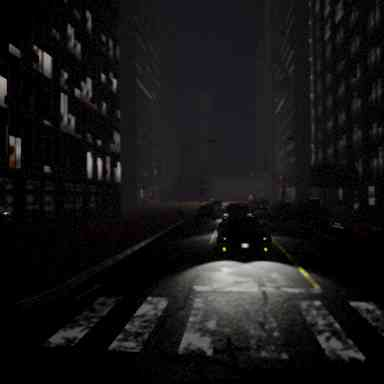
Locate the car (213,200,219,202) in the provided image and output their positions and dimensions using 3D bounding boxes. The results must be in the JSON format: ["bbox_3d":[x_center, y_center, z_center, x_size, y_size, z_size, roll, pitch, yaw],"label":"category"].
[{"bbox_3d":[1.987,1.874,35.109,2.008,1.369,4.403,0,0,7],"label":"car"}]

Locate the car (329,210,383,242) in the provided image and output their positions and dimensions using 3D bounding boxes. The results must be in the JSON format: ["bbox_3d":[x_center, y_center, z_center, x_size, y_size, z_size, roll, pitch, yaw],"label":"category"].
[{"bbox_3d":[8.236,1.590,16.712,1.752,1.417,4.829,0,0,7],"label":"car"}]

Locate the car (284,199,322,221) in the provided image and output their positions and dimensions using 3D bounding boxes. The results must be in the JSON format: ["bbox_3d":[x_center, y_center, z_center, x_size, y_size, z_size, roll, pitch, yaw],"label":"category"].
[{"bbox_3d":[9.659,1.474,28.577,2.192,1.841,5.009,0,0,7],"label":"car"}]

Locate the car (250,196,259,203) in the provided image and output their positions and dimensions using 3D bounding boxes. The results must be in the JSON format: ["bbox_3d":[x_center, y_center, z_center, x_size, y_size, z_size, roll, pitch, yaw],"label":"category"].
[{"bbox_3d":[16.860,1.942,90.212,2.192,1.841,5.009,0,0,7],"label":"car"}]

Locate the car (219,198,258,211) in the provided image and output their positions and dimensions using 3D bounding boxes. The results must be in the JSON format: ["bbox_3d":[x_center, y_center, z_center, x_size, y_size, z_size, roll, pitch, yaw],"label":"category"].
[{"bbox_3d":[3.168,1.545,22.979,2.097,1.767,4.553,-1,-1,7],"label":"car"}]

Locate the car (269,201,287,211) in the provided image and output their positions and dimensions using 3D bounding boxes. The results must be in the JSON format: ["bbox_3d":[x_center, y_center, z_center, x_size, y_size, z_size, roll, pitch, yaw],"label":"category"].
[{"bbox_3d":[11.624,1.871,45.384,1.802,1.307,4.206,0,0,7],"label":"car"}]

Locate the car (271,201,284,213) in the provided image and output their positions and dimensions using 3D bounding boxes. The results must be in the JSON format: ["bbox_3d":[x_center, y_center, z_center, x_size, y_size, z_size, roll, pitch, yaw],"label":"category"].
[{"bbox_3d":[10.970,1.791,39.781,1.887,1.381,4.507,0,0,7],"label":"car"}]

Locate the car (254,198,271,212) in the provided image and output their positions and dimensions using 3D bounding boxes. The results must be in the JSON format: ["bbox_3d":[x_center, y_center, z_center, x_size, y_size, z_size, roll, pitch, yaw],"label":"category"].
[{"bbox_3d":[8.736,1.854,43.057,2.033,1.411,5.357,-1,-1,7],"label":"car"}]

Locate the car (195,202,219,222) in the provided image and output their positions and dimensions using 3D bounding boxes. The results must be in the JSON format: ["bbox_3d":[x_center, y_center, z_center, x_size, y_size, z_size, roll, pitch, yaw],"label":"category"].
[{"bbox_3d":[1.333,1.845,29.504,1.947,1.339,4.313,0,0,7],"label":"car"}]

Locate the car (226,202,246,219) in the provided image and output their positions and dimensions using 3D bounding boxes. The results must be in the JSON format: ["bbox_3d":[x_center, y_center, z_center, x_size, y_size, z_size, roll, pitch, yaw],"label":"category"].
[{"bbox_3d":[4.361,1.799,33.156,1.812,1.442,4.674,-1,-1,7],"label":"car"}]

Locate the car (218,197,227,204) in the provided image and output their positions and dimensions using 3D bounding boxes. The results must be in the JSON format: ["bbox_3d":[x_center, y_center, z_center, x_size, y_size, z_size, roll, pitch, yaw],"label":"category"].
[{"bbox_3d":[7.880,2.146,85.551,1.967,1.590,4.097,0,0,7],"label":"car"}]

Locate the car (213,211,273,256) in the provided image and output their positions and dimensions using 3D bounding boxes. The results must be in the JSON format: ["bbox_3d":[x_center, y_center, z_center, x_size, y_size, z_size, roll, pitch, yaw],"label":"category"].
[{"bbox_3d":[2.060,1.680,13.478,1.994,1.385,4.181,-1,-1,7],"label":"car"}]

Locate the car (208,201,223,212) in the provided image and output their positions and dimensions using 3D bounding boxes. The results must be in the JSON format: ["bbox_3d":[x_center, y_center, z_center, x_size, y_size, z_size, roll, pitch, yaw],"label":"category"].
[{"bbox_3d":[3.297,1.992,46.317,1.802,1.307,4.206,0,0,7],"label":"car"}]
